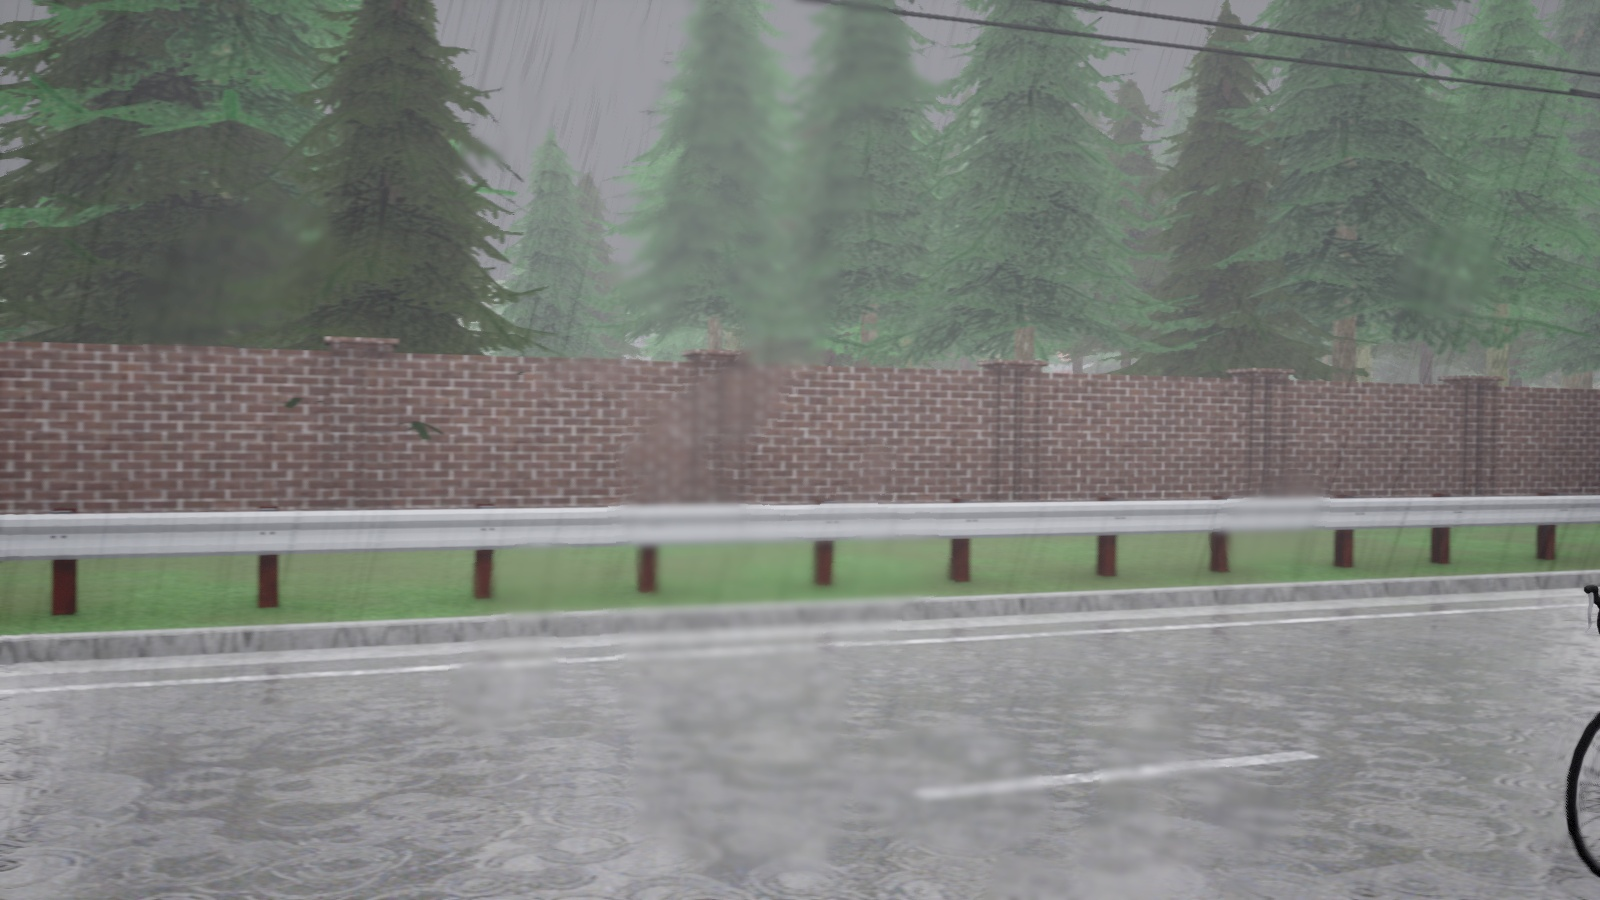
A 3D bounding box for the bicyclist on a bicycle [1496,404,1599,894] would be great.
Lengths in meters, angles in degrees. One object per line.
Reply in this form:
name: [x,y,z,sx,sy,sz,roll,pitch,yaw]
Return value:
bicyclist on a bicycle: [3.373,0.641,4.520,1.656,1.620,0.582,-1,1,-21]
